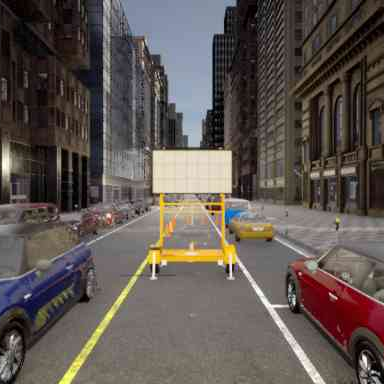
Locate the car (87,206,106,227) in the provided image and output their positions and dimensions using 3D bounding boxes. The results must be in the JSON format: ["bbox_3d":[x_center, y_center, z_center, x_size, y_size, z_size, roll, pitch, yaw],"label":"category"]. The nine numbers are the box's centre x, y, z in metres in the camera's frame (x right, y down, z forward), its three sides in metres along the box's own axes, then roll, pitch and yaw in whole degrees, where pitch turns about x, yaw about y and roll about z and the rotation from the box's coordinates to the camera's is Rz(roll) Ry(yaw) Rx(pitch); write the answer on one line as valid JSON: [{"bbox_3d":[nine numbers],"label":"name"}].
[{"bbox_3d":[-5.749,1.581,16.119,1.802,1.307,4.206,0,0,0],"label":"car"}]

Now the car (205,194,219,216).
[{"bbox_3d":[2.793,1.318,32.928,2.192,1.841,5.009,0,0,0],"label":"car"}]

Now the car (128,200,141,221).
[{"bbox_3d":[-5.737,1.552,27.323,2.008,1.369,4.403,0,0,0],"label":"car"}]

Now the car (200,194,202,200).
[{"bbox_3d":[2.818,1.455,55.335,1.967,1.590,4.097,0,0,0],"label":"car"}]

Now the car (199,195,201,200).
[{"bbox_3d":[2.824,1.585,60.937,1.947,1.339,4.313,0,0,0],"label":"car"}]

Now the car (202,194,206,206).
[{"bbox_3d":[2.805,1.323,44.132,2.192,1.841,5.009,0,0,0],"label":"car"}]

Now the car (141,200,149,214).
[{"bbox_3d":[-5.731,1.569,32.924,1.947,1.339,4.313,0,0,0],"label":"car"}]

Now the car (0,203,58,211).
[{"bbox_3d":[-5.755,1.314,10.516,2.192,1.841,5.009,0,0,0],"label":"car"}]

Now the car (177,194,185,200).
[{"bbox_3d":[-2.904,1.608,89.970,2.033,1.411,5.357,0,0,0],"label":"car"}]

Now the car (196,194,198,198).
[{"bbox_3d":[2.854,1.583,88.945,1.887,1.381,4.507,0,0,0],"label":"car"}]

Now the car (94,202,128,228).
[{"bbox_3d":[-5.743,1.440,21.720,1.967,1.590,4.097,0,0,0],"label":"car"}]

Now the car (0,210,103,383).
[{"bbox_3d":[-3.096,1.351,5.190,2.097,1.767,4.553,0,0,0],"label":"car"}]

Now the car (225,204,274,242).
[{"bbox_3d":[2.776,1.525,16.294,1.752,1.417,4.829,0,0,0],"label":"car"}]

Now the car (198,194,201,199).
[{"bbox_3d":[2.830,1.463,66.538,1.967,1.590,4.097,0,0,0],"label":"car"}]

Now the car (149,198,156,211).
[{"bbox_3d":[-5.725,1.571,38.526,1.947,1.339,4.313,0,0,0],"label":"car"}]

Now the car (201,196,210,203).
[{"bbox_3d":[2.836,1.608,72.140,1.802,1.307,4.206,0,0,0],"label":"car"}]

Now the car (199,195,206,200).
[{"bbox_3d":[2.860,1.587,94.548,1.887,1.381,4.507,0,0,0],"label":"car"}]

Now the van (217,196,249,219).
[{"bbox_3d":[2.782,1.341,21.725,1.690,1.788,3.998,0,0,0],"label":"van"}]

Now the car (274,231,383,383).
[{"bbox_3d":[2.764,1.440,4.919,1.967,1.590,4.097,0,0,0],"label":"car"}]

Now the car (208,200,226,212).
[{"bbox_3d":[2.800,1.587,38.530,1.802,1.307,4.206,0,0,0],"label":"car"}]

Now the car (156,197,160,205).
[{"bbox_3d":[-5.707,1.560,55.333,1.887,1.381,4.507,0,0,0],"label":"car"}]

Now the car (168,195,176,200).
[{"bbox_3d":[-5.665,1.586,94.548,1.887,1.381,4.507,0,0,0],"label":"car"}]

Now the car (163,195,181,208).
[{"bbox_3d":[-3.047,1.516,48.399,1.837,1.490,4.892,0,0,0],"label":"car"}]

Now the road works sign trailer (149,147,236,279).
[{"bbox_3d":[0.009,0.464,9.966,2.380,3.560,2.880,0,0,0],"label":"road works sign trailer"}]
